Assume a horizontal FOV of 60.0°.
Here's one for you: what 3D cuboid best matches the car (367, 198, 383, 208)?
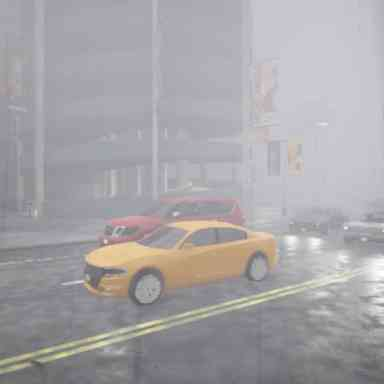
[{"bbox_3d":[22.287,1.417,38.886,1.882,1.535,5.008,0,0,4],"label":"car"}]

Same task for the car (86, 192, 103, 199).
[{"bbox_3d":[-18.321,1.019,62.793,2.435,2.045,5.566,0,0,-35],"label":"car"}]

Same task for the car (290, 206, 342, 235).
[{"bbox_3d":[7.427,1.524,19.000,2.033,1.411,5.357,0,0,41],"label":"car"}]

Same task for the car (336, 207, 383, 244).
[{"bbox_3d":[8.425,1.578,14.895,1.895,1.301,4.718,0,0,44],"label":"car"}]

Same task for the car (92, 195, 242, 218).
[{"bbox_3d":[-0.468,1.215,12.151,5.566,2.045,2.150,0,0,-35],"label":"car"}]

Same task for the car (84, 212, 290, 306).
[{"bbox_3d":[-0.062,1.473,8.188,5.008,1.535,1.882,0,0,-35],"label":"car"}]
